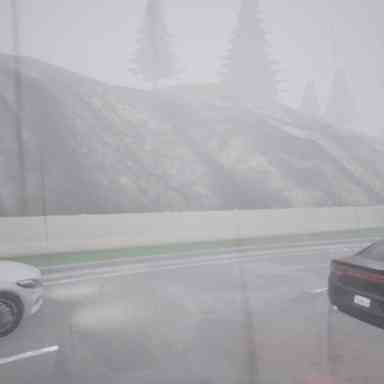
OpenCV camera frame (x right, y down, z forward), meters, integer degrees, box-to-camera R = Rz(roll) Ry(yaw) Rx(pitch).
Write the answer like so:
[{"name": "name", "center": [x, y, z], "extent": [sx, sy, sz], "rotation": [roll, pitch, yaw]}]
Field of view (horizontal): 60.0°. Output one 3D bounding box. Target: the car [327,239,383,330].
[{"name": "car", "center": [4.729, 1.452, 5.966], "extent": [5.008, 1.535, 1.882], "rotation": [0, 0, -26]}]

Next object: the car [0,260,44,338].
[{"name": "car", "center": [-4.665, 1.468, 4.747], "extent": [4.674, 1.442, 1.812], "rotation": [0, 0, -36]}]
